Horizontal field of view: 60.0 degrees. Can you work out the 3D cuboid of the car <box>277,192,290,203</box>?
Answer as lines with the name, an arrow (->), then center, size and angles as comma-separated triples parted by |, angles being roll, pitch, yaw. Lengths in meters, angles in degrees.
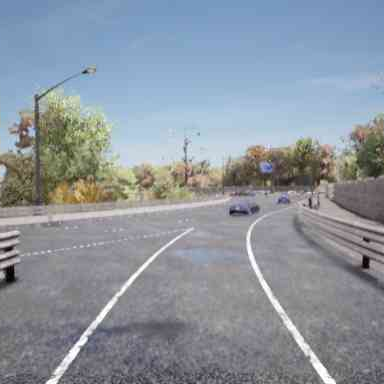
car -> 15.387, 1.092, 55.532 | 1.812, 1.442, 4.674 | 0, 0, 17

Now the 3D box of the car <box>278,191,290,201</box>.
car -> 18.294, 0.798, 66.401 | 2.097, 1.767, 4.553 | -1, 1, 12

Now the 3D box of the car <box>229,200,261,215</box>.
car -> 5.143, 1.439, 31.973 | 1.994, 1.385, 4.181 | 0, 0, 30
